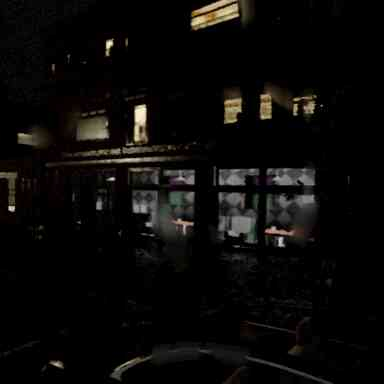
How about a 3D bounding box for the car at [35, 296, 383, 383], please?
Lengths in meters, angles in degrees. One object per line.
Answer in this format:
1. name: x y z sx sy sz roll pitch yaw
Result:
1. car: 0.557 1.546 2.478 4.403 1.369 2.008 0 1 36
